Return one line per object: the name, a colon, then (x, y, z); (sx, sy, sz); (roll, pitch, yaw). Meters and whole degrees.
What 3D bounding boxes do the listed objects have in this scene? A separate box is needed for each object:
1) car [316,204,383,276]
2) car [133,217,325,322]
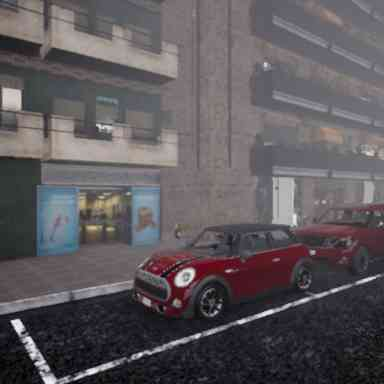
car: (5.276, 1.327, 10.625); (5.009, 1.841, 2.192); (0, 0, -37)
car: (0.776, 1.459, 7.232); (4.097, 1.590, 1.967); (0, 0, -37)
